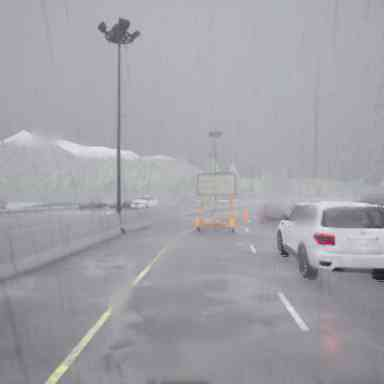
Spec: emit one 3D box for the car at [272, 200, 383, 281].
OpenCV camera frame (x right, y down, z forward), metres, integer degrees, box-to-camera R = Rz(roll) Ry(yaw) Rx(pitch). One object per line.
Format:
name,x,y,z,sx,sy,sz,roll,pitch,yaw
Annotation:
car,4.128,1.299,10.293,2.150,2.045,5.566,0,0,5

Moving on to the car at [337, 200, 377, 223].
car,14.120,1.574,28.775,2.097,1.767,4.553,0,0,13

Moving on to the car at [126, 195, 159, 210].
car,-6.543,1.510,46.673,2.150,2.045,5.566,0,0,18

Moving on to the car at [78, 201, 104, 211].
car,-13.904,1.871,46.501,1.895,1.301,4.718,0,0,17

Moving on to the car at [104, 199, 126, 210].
car,-9.965,1.762,47.330,1.882,1.535,5.008,0,-1,18

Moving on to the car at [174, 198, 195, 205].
car,-1.150,1.684,51.454,2.097,1.767,4.553,0,0,21

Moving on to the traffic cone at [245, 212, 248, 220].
traffic cone,4.298,2.143,27.063,0.340,0.580,0.340,0,0,11

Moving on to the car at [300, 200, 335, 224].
car,10.301,1.558,27.694,2.097,1.767,4.553,0,0,12

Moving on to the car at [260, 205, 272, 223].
car,6.725,1.761,27.707,1.994,1.385,4.181,0,0,12

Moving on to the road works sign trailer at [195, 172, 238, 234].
road works sign trailer,1.536,0.602,20.472,2.380,3.560,2.880,0,0,11
